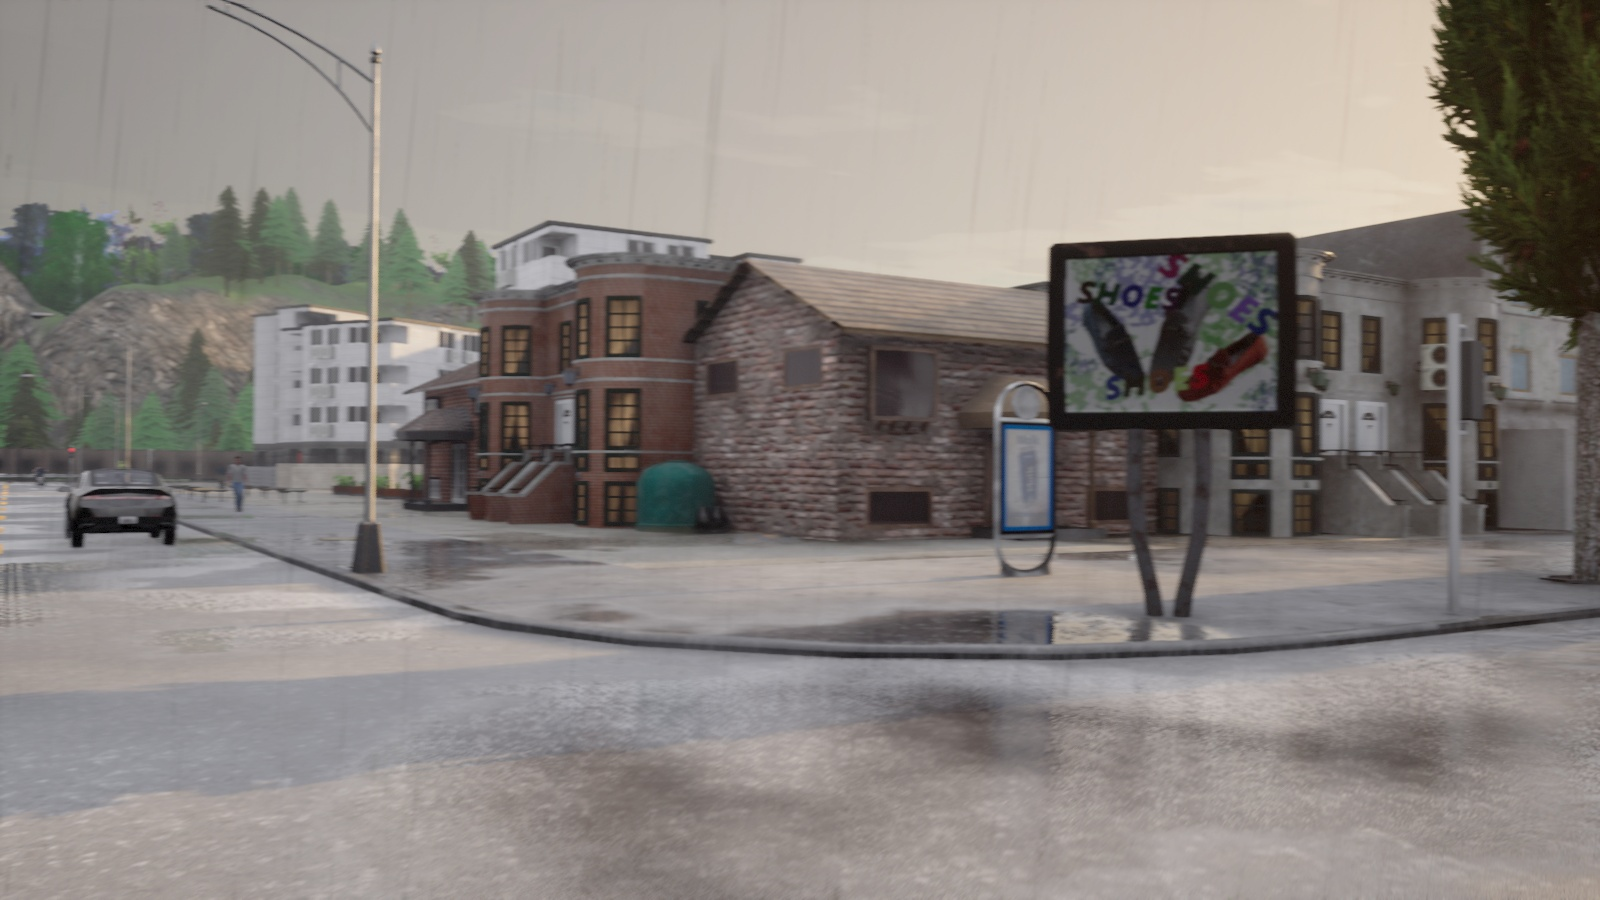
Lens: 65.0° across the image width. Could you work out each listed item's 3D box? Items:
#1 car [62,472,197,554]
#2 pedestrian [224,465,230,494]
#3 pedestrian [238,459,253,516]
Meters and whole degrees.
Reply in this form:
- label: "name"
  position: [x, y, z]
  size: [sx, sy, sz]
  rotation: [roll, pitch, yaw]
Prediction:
- label: "car"
  position: [-13.916, 1.214, 25.923]
  size: [2.128, 1.511, 4.902]
  rotation: [1, -1, -32]
- label: "pedestrian"
  position: [-37.010, 1.910, 81.124]
  size: [0.370, 1.835, 0.726]
  rotation: [0, -1, -23]
- label: "pedestrian"
  position: [-18.032, 1.219, 40.812]
  size: [0.354, 1.836, 0.706]
  rotation: [1, -1, -29]
